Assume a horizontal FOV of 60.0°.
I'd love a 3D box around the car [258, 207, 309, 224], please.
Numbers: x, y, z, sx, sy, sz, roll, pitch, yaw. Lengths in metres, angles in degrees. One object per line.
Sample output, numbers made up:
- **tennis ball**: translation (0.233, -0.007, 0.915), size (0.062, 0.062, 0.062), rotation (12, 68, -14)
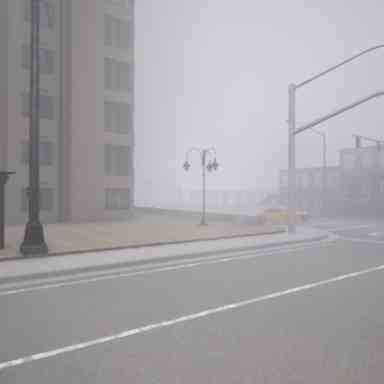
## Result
- **car**: translation (8.169, 2.092, 30.117), size (1.882, 1.535, 5.008), rotation (0, -5, -36)
